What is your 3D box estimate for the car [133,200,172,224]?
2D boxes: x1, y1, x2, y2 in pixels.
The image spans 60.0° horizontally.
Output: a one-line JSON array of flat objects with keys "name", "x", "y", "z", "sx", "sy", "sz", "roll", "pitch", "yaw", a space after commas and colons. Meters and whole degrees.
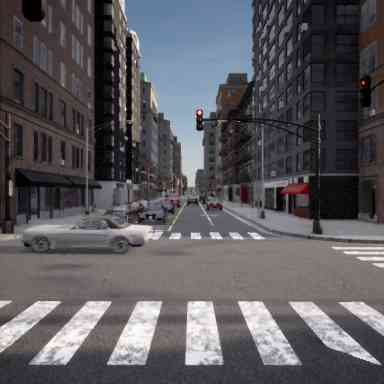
[{"name": "car", "x": -2.815, "y": 1.561, "z": 24.729, "sx": 1.994, "sy": 1.385, "sz": 4.181, "roll": 0, "pitch": 0, "yaw": 0}]

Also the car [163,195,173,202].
[{"name": "car", "x": -5.287, "y": 1.501, "z": 73.679, "sx": 1.752, "sy": 1.417, "sz": 4.829, "roll": 0, "pitch": 0, "yaw": 0}]

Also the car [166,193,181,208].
[{"name": "car", "x": -2.769, "y": 1.210, "z": 47.415, "sx": 2.150, "sy": 2.045, "sz": 5.566, "roll": 0, "pitch": 0, "yaw": 0}]

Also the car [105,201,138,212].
[{"name": "car", "x": -5.354, "y": 1.548, "z": 24.764, "sx": 2.008, "sy": 1.369, "sz": 4.403, "roll": 0, "pitch": 0, "yaw": 0}]

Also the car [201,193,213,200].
[{"name": "car", "x": 3.065, "y": 1.209, "z": 61.823, "sx": 2.150, "sy": 2.045, "sz": 5.566, "roll": 0, "pitch": 0, "yaw": 0}]

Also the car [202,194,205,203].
[{"name": "car", "x": 3.095, "y": 1.488, "z": 54.793, "sx": 1.837, "sy": 1.490, "sz": 4.892, "roll": 0, "pitch": 0, "yaw": 0}]

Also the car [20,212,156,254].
[{"name": "car", "x": -3.943, "y": 1.592, "z": 12.864, "sx": 4.718, "sy": 1.301, "sz": 1.895, "roll": 0, "pitch": 0, "yaw": 0}]

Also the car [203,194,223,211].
[{"name": "car", "x": 2.694, "y": 1.432, "z": 41.108, "sx": 1.967, "sy": 1.590, "sz": 4.097, "roll": 0, "pitch": 0, "yaw": 0}]

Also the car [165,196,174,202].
[{"name": "car", "x": -5.279, "y": 1.557, "z": 79.302, "sx": 1.802, "sy": 1.307, "sz": 4.206, "roll": 0, "pitch": 0, "yaw": 0}]

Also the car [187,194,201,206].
[{"name": "car", "x": 0.127, "y": 1.489, "z": 54.884, "sx": 1.837, "sy": 1.490, "sz": 4.892, "roll": 0, "pitch": 0, "yaw": 0}]

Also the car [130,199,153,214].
[{"name": "car", "x": -5.339, "y": 1.519, "z": 35.502, "sx": 1.752, "sy": 1.417, "sz": 4.829, "roll": 0, "pitch": 0, "yaw": 0}]

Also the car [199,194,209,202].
[{"name": "car", "x": 2.744, "y": 1.290, "z": 79.288, "sx": 2.192, "sy": 1.841, "sz": 5.009, "roll": 0, "pitch": 0, "yaw": 0}]

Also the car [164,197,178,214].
[{"name": "car", "x": -2.799, "y": 1.558, "z": 34.703, "sx": 1.994, "sy": 1.385, "sz": 4.181, "roll": 0, "pitch": 0, "yaw": 0}]
